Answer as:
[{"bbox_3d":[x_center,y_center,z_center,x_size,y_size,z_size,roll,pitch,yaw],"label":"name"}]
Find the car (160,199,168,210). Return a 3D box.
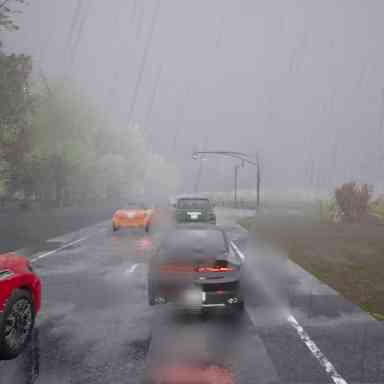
[{"bbox_3d":[-3.393,1.554,39.432,2.033,1.411,5.357,0,0,0],"label":"car"}]

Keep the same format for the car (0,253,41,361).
[{"bbox_3d":[-3.399,1.220,2.778,2.150,2.045,5.566,0,0,0],"label":"car"}]

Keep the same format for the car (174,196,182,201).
[{"bbox_3d":[-3.485,1.595,84.693,1.895,1.301,4.718,0,0,0],"label":"car"}]

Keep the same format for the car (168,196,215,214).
[{"bbox_3d":[0.104,1.227,18.013,2.150,2.045,5.566,0,0,0],"label":"car"}]

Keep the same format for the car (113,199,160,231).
[{"bbox_3d":[-3.397,1.357,20.555,2.097,1.767,4.553,0,0,0],"label":"car"}]

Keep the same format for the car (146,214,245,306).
[{"bbox_3d":[0.098,1.507,8.008,1.837,1.490,4.892,0,0,1],"label":"car"}]
